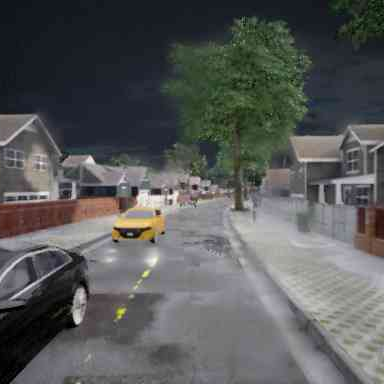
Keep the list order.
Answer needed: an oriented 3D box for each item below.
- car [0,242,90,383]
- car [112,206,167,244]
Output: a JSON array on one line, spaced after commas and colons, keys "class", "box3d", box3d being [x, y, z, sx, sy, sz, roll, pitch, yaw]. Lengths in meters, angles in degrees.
[{"class": "car", "box3d": [-2.782, 1.491, 4.158, 2.128, 1.511, 4.902, 0, 0, 1]}, {"class": "car", "box3d": [-2.410, 1.477, 16.186, 1.882, 1.535, 5.008, 0, 0, 3]}]
